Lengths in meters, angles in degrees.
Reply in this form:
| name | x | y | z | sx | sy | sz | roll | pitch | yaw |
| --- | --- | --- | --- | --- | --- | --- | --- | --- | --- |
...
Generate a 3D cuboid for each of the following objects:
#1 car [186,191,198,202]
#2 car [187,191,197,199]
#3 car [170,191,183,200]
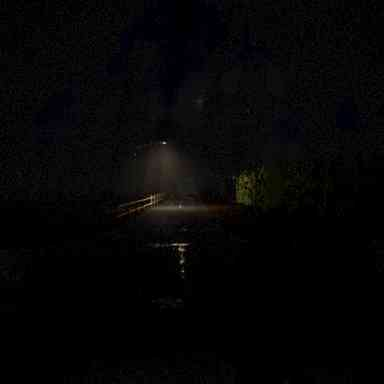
| name | x | y | z | sx | sy | sz | roll | pitch | yaw |
| --- | --- | --- | --- | --- | --- | --- | --- | --- | --- |
| car | -0.009 | 0.818 | 54.495 | 1.837 | 1.490 | 4.892 | 0 | 1 | 0 |
| car | -0.011 | 0.533 | 64.908 | 2.033 | 1.411 | 5.357 | 0 | 2 | 0 |
| car | -2.760 | 0.688 | 59.082 | 1.837 | 1.490 | 4.892 | 0 | 2 | 0 |
